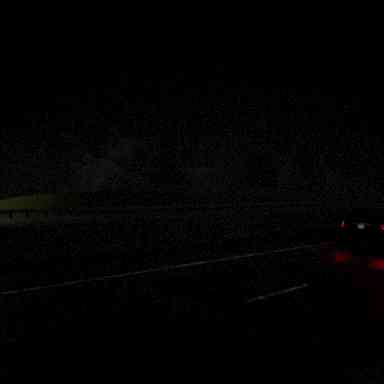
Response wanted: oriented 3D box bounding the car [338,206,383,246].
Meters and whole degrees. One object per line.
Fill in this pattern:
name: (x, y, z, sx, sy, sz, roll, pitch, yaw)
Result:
car: (8.244, 1.363, 14.049, 4.553, 1.767, 2.097, 0, 0, -35)
